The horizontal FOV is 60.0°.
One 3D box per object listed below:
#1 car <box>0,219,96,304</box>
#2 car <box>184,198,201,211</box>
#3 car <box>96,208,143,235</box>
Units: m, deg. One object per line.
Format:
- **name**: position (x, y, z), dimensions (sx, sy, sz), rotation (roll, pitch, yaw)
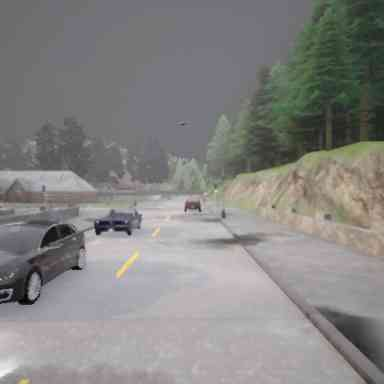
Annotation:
- **car**: position (-4.080, 1.499, 8.189), dimensions (1.837, 1.490, 4.892), rotation (0, 0, 0)
- **car**: position (0.093, 1.444, 39.437), dimensions (1.882, 1.535, 5.008), rotation (0, 0, 0)
- **car**: position (-4.003, 1.585, 18.722), dimensions (1.895, 1.301, 4.718), rotation (0, 0, 0)
